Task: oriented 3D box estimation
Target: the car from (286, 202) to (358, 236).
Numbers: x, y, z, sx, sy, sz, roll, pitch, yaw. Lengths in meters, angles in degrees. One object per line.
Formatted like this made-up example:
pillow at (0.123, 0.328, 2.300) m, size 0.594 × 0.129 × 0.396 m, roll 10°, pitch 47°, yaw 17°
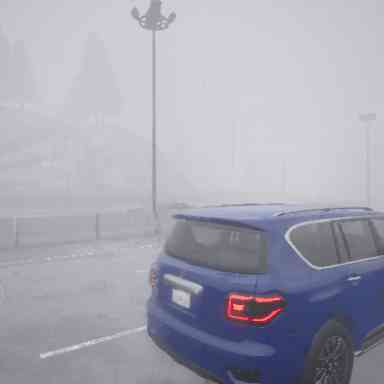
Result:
car at (7.596, 1.435, 19.131) m, size 5.008 × 1.535 × 1.882 m, roll 0°, pitch 0°, yaw -43°

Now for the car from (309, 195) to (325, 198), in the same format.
car at (23.306, 1.358, 60.468) m, size 2.128 × 1.511 × 4.902 m, roll 0°, pitch 0°, yaw 32°

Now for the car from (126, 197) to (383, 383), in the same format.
car at (1.975, 1.209, 5.163) m, size 5.566 × 2.045 × 2.150 m, roll 0°, pitch 0°, yaw -39°

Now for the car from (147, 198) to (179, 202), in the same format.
car at (-1.728, 1.477, 25.260) m, size 4.892 × 1.490 × 1.837 m, roll 0°, pitch 0°, yaw -42°

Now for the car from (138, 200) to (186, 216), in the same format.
car at (-2.972, 1.565, 33.551) m, size 4.718 × 1.301 × 1.895 m, roll 0°, pitch 0°, yaw -43°

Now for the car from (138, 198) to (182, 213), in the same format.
car at (-3.540, 1.465, 37.871) m, size 4.892 × 1.490 × 1.837 m, roll 0°, pitch 0°, yaw -45°

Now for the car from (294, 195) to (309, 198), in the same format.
car at (22.078, 1.340, 65.183) m, size 1.882 × 1.535 × 5.008 m, roll 0°, pitch 0°, yaw 30°

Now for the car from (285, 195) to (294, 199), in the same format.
car at (21.106, 1.383, 70.710) m, size 2.128 × 1.511 × 4.902 m, roll 0°, pitch 0°, yaw 27°
